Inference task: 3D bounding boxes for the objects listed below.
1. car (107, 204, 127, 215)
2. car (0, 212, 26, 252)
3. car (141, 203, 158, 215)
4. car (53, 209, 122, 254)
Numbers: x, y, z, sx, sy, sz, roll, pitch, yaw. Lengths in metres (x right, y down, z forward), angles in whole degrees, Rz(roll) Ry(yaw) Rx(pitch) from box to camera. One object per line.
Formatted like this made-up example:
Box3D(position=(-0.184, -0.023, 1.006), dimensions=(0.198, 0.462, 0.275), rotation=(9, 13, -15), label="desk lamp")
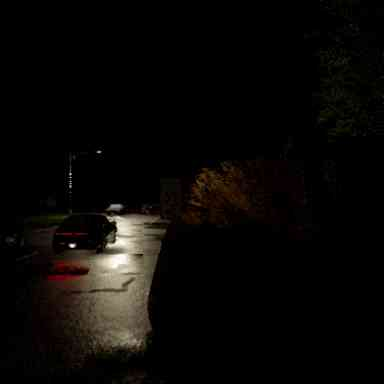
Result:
Box3D(position=(-9.153, 2.157, 40.578), dimensions=(2.033, 1.411, 5.357), rotation=(0, -1, -1), label="car")
Box3D(position=(-8.130, 1.558, 12.431), dimensions=(2.097, 1.767, 4.553), rotation=(0, -1, -3), label="car")
Box3D(position=(-5.537, 2.151, 43.557), dimensions=(1.837, 1.490, 4.892), rotation=(0, 0, -1), label="car")
Box3D(position=(-4.548, 1.737, 14.725), dimensions=(1.837, 1.490, 4.892), rotation=(0, 0, -3), label="car")
